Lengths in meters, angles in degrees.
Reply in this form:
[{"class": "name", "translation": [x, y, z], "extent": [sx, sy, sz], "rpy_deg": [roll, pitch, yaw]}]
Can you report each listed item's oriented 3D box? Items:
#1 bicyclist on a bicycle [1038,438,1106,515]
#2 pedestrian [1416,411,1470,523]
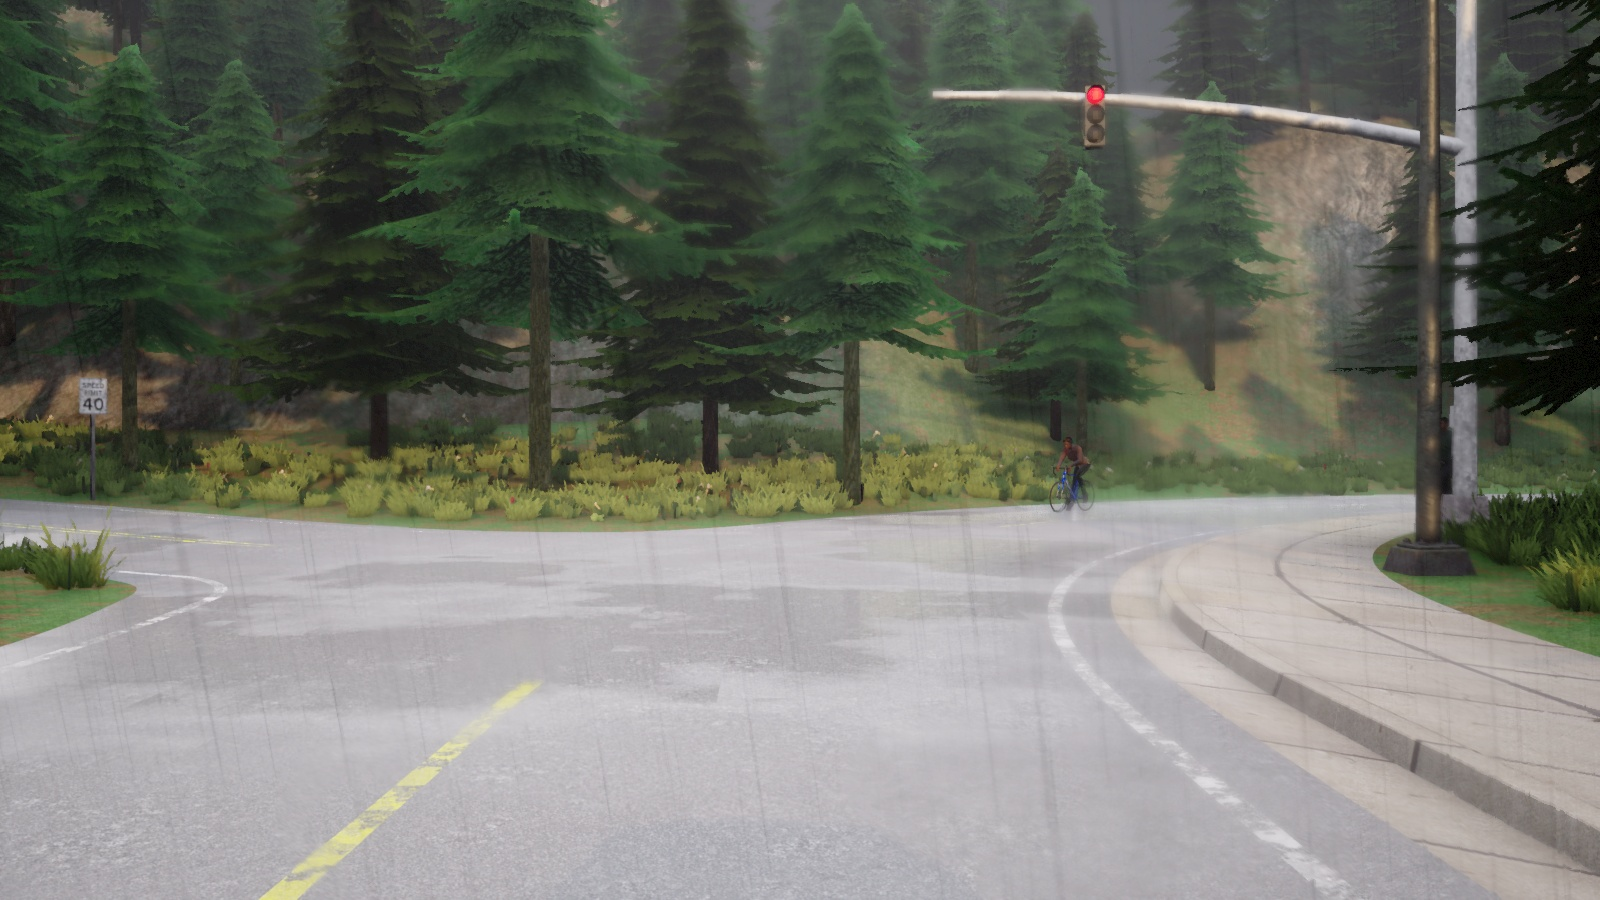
[{"class": "bicyclist on a bicycle", "translation": [5.883, 0.551, 27.127], "extent": [1.656, 1.620, 0.582], "rpy_deg": [-1, 1, -42]}, {"class": "pedestrian", "translation": [11.317, 0.293, 22.092], "extent": [0.788, 1.949, 0.423], "rpy_deg": [0, 0, -22]}]
